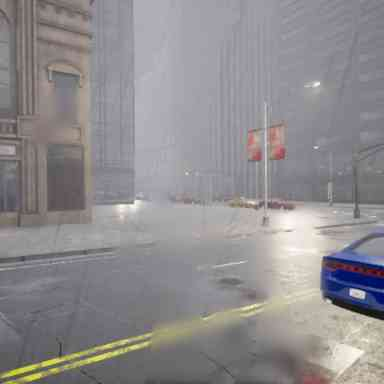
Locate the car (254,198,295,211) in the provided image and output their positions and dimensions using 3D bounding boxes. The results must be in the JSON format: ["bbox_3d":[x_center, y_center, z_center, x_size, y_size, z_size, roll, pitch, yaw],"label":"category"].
[{"bbox_3d":[9.698,1.396,38.141,1.887,1.381,4.507,0,1,-35],"label":"car"}]

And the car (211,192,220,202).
[{"bbox_3d":[3.647,0.871,61.423,2.192,1.841,5.009,0,1,-35],"label":"car"}]

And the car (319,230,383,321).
[{"bbox_3d":[4.660,1.475,6.689,5.008,1.535,1.882,0,0,-35],"label":"car"}]

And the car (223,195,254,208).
[{"bbox_3d":[6.544,1.332,42.591,1.752,1.417,4.829,0,1,-35],"label":"car"}]

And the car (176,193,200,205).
[{"bbox_3d":[-0.058,1.254,51.909,1.887,1.381,4.507,0,1,-35],"label":"car"}]

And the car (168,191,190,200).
[{"bbox_3d":[-2.856,0.765,70.601,2.192,1.841,5.009,0,1,-35],"label":"car"}]

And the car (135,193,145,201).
[{"bbox_3d":[-9.815,1.104,65.677,2.008,1.369,4.403,0,1,-35],"label":"car"}]

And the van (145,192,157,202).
[{"bbox_3d":[-6.562,0.948,61.086,1.690,1.788,3.998,0,1,-35],"label":"van"}]

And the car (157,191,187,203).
[{"bbox_3d":[-3.310,0.974,56.496,2.192,1.841,5.009,0,1,-35],"label":"car"}]

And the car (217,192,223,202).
[{"bbox_3d":[6.898,1.172,56.836,1.947,1.339,4.313,0,1,-35],"label":"car"}]

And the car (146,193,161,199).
[{"bbox_3d":[-9.361,0.920,79.781,1.802,1.307,4.206,0,1,-35],"label":"car"}]

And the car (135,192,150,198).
[{"bbox_3d":[-12.613,0.826,84.370,1.887,1.381,4.507,0,1,-35],"label":"car"}]
